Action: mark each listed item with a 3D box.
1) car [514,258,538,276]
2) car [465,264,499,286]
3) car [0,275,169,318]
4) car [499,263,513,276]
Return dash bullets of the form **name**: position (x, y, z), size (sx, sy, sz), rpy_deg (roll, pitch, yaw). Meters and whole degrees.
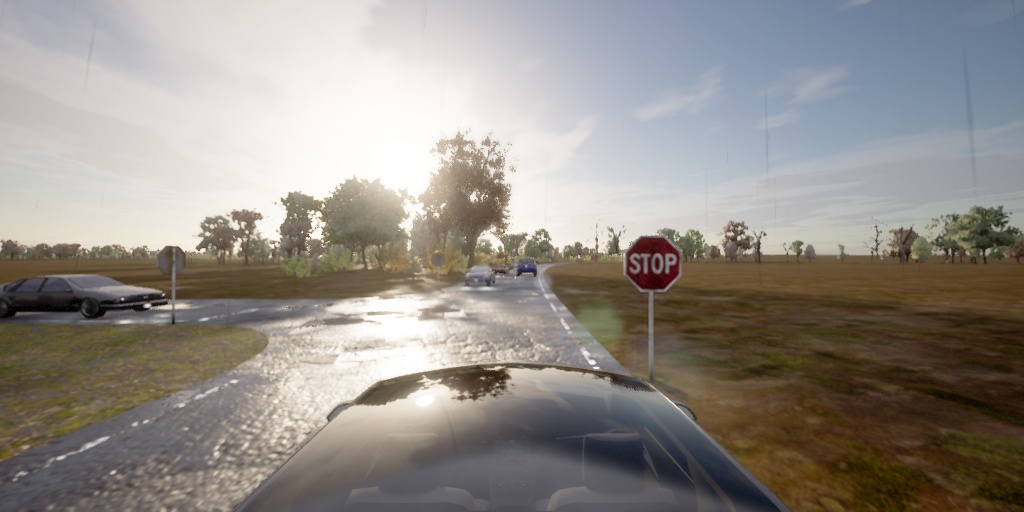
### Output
- **car**: position (1.816, 1.258, 41.581), size (2.150, 2.045, 5.566), rpy_deg (0, 0, 5)
- **car**: position (-2.368, 1.463, 27.571), size (1.812, 1.442, 4.674), rpy_deg (0, 0, 4)
- **car**: position (-15.594, 1.378, 12.725), size (5.357, 1.411, 2.033), rpy_deg (0, -1, 0)
- **car**: position (-1.380, 1.639, 41.684), size (1.895, 1.301, 4.718), rpy_deg (0, 0, 5)
